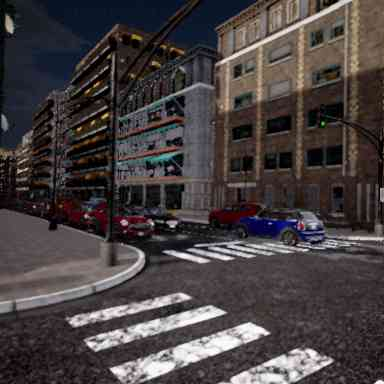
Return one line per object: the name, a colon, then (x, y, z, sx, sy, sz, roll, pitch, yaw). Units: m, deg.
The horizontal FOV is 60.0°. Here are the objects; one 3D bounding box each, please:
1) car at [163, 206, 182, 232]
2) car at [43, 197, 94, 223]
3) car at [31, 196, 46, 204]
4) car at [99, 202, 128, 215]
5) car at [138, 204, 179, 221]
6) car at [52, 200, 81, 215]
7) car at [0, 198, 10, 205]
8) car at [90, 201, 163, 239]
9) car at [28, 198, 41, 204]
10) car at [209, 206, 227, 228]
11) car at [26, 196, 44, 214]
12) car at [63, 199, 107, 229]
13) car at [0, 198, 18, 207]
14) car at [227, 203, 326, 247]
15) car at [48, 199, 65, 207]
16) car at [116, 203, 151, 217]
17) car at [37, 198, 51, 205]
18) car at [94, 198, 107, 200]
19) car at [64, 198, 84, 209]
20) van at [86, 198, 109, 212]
car: (-2.481, 1.632, 20.520, 2.128, 1.511, 4.902, 2, -1, -35)
car: (-10.000, 1.392, 26.632, 2.192, 1.841, 5.009, 2, -1, -35)
car: (-35.315, 1.858, 76.678, 2.192, 1.841, 5.009, 2, -1, -35)
car: (-9.608, 1.926, 40.521, 1.887, 1.381, 4.507, 2, -1, -35)
car: (-3.279, 1.882, 31.622, 1.752, 1.417, 4.829, 2, -1, -35)
car: (-13.832, 1.713, 36.494, 1.812, 1.442, 4.674, 2, -1, -35)
car: (-35.708, 1.763, 62.769, 1.887, 1.381, 4.507, 2, -1, -35)
car: (-3.577, 1.493, 17.593, 1.967, 1.590, 4.097, 2, -1, -35)
car: (-38.534, 2.119, 81.193, 2.008, 1.369, 4.403, 2, -1, -35)
car: (3.254, 1.647, 22.447, 2.192, 1.841, 5.009, 2, -1, -35)
car: (-16.428, 1.543, 35.665, 1.967, 1.590, 4.097, 2, -1, -35)
car: (-6.790, 1.505, 22.111, 1.967, 1.590, 4.097, 2, -1, -35)
car: (-29.282, 1.720, 53.733, 1.887, 1.381, 4.507, 2, -1, -35)
car: (4.180, 1.582, 16.506, 2.097, 1.767, 4.553, 2, -1, -35)
car: (-25.677, 2.027, 63.116, 2.008, 1.369, 4.403, 2, -1, -35)
car: (-6.394, 1.934, 36.001, 1.947, 1.339, 4.313, 2, -1, -35)
car: (-32.105, 2.064, 72.155, 1.887, 1.381, 4.507, 2, -1, -35)
car: (-9.438, 1.761, 35.650, 1.882, 1.535, 5.008, 2, -2, -35)
car: (-19.247, 1.874, 54.080, 1.967, 1.590, 4.097, 2, -1, -35)
van: (-12.818, 1.739, 45.045, 1.690, 1.788, 3.998, 2, -1, -35)
